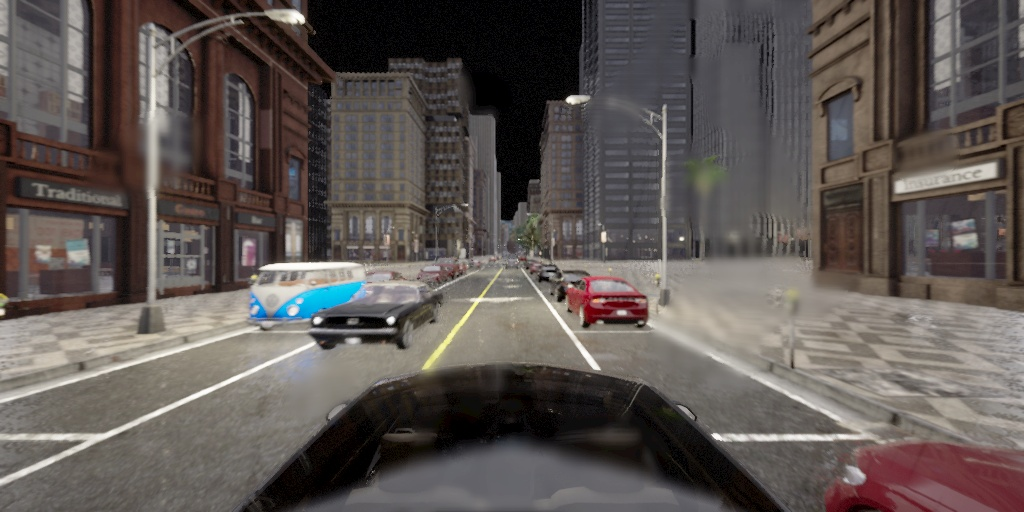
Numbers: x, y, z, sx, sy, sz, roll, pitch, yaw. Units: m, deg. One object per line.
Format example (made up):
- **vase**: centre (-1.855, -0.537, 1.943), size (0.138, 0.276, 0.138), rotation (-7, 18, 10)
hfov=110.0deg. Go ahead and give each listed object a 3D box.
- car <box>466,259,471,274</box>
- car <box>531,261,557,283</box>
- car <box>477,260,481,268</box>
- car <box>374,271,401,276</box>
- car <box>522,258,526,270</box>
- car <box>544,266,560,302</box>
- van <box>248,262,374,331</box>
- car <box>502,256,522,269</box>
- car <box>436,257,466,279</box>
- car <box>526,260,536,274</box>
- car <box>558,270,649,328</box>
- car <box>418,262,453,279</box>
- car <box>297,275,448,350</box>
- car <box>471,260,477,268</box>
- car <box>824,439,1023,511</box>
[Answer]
- **car**: centre (-5.775, 1.156, 37.080), size (1.967, 1.591, 4.097), rotation (0, 0, 0)
- **car**: centre (2.754, 1.297, 27.439), size (1.948, 1.339, 4.313), rotation (0, 0, 0)
- **car**: centre (-5.782, 1.239, 56.410), size (1.802, 1.307, 4.207), rotation (0, 0, 0)
- **car**: centre (-5.767, 1.322, 15.875), size (1.802, 1.307, 4.207), rotation (0, 0, 0)
- **car**: centre (2.746, 1.250, 49.042), size (1.948, 1.339, 4.313), rotation (0, 0, 0)
- **car**: centre (2.758, 1.306, 16.640), size (1.948, 1.339, 4.313), rotation (0, 0, 0)
- **van**: centre (-5.765, 1.085, 10.574), size (1.690, 1.789, 3.998), rotation (0, 0, 0)
- **car**: centre (-0.018, 1.161, 53.025), size (2.128, 1.511, 4.902), rotation (0, 0, 0)
- **car**: centre (-5.773, 1.041, 31.778), size (2.192, 1.841, 5.009), rotation (0, 0, 0)
- **car**: centre (2.750, 1.296, 38.240), size (1.802, 1.307, 4.207), rotation (0, 0, 0)
- **car**: centre (2.759, 1.289, 11.240), size (1.888, 1.381, 4.507), rotation (0, 0, 0)
- **car**: centre (-5.771, 1.314, 26.477), size (1.802, 1.307, 4.207), rotation (0, 0, 0)
- **car**: centre (-3.090, 1.346, 9.189), size (1.895, 1.301, 4.718), rotation (0, 0, 0)
- **car**: centre (-7.508, 1.067, 50.491), size (4.403, 1.370, 2.007), rotation (0, 0, -9)
- **car**: centre (2.763, 1.333, 0.442), size (1.802, 1.307, 4.207), rotation (0, 0, 0)
